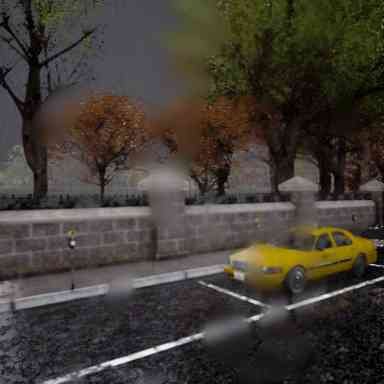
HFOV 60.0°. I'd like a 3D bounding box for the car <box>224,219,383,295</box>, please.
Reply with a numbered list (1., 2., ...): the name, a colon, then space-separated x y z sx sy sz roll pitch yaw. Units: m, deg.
1. car: 3.001 1.519 8.703 4.829 1.417 1.752 0 0 -36
